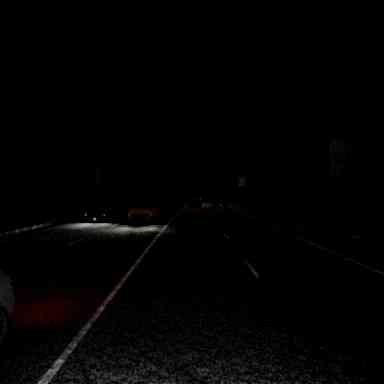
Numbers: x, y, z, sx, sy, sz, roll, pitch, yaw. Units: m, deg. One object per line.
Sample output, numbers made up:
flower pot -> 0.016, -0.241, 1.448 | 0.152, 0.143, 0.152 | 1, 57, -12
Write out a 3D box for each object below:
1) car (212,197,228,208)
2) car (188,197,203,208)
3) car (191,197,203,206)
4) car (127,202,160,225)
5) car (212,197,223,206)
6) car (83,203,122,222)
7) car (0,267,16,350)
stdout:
car -> 3.970, 1.518, 47.030 | 1.837, 1.490, 4.892 | 0, 0, 2
car -> 0.471, 1.505, 47.121 | 2.128, 1.511, 4.902 | 0, 0, 2
car -> 0.934, 1.617, 57.502 | 1.895, 1.301, 4.718 | 0, 0, 3
car -> -3.485, 1.485, 24.651 | 1.882, 1.535, 5.008 | 0, 0, 1
car -> 4.426, 1.542, 57.265 | 1.812, 1.442, 4.674 | 0, 0, 3
car -> -6.953, 1.556, 26.543 | 2.033, 1.411, 5.357 | 0, 0, 1
car -> -3.591, 1.527, 3.301 | 1.812, 1.442, 4.674 | 0, 0, 0
